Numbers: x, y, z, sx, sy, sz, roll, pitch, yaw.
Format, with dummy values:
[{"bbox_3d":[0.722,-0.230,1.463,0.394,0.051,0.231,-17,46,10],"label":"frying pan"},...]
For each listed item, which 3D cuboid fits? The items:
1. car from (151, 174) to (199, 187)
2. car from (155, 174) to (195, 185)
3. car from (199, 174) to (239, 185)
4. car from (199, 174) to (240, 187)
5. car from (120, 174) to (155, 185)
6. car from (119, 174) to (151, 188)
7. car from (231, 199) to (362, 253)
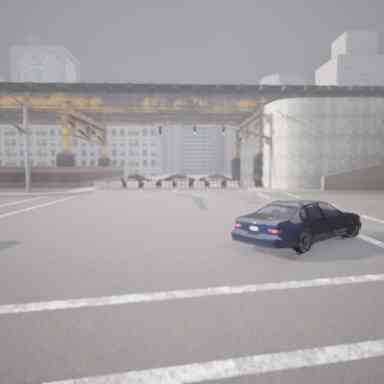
[{"bbox_3d":[-2.007,-1.396,40.173,4.974,1.542,2.038,-3,5,-36],"label":"car"},{"bbox_3d":[-1.965,-1.555,40.191,4.536,1.218,1.853,-3,5,-36],"label":"car"},{"bbox_3d":[3.320,-1.616,40.934,4.536,1.218,1.853,2,5,29],"label":"car"},{"bbox_3d":[3.365,-1.457,40.921,4.974,1.542,2.038,2,5,29],"label":"car"},{"bbox_3d":[-6.653,-1.554,40.219,4.536,1.218,1.853,4,6,44],"label":"car"},{"bbox_3d":[-6.615,-1.394,40.195,4.974,1.542,2.038,4,6,44],"label":"car"},{"bbox_3d":[3.640,0.940,10.957,5.357,1.411,2.033,-4,6,-41],"label":"car"}]
